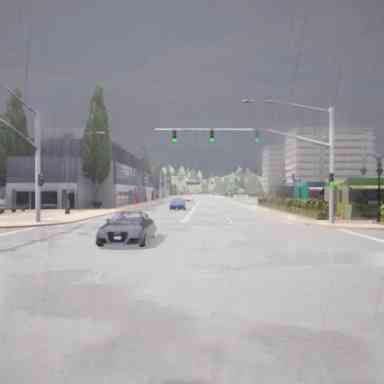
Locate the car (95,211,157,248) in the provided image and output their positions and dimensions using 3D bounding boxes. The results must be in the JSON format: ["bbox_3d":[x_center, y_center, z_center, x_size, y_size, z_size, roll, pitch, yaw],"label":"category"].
[{"bbox_3d":[-2.780,1.570,14.773,1.994,1.385,4.181,0,0,2],"label":"car"}]

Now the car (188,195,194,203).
[{"bbox_3d":[-0.569,1.368,66.997,1.882,1.535,5.008,0,0,2],"label":"car"}]

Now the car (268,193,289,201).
[{"bbox_3d":[21.372,1.173,82.414,4.605,1.855,1.932,0,0,1],"label":"car"}]

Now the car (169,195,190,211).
[{"bbox_3d":[-1.675,1.501,40.862,1.882,1.535,5.008,0,0,2],"label":"car"}]

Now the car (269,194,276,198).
[{"bbox_3d":[21.269,1.175,79.521,3.866,1.878,1.905,0,0,1],"label":"car"}]
